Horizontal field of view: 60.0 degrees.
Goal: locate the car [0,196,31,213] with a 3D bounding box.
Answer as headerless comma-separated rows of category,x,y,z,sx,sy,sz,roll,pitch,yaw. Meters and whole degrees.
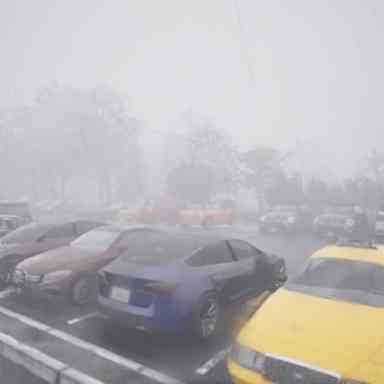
car,-21.500,1.430,38.537,2.185,1.767,4.553,0,0,36

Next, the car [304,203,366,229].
car,7.835,1.414,17.531,2.185,1.767,4.553,0,0,36

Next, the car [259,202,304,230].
car,5.574,1.416,19.157,2.185,1.767,4.553,0,0,36

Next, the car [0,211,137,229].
car,-4.253,1.573,10.037,2.163,1.488,4.792,0,0,36

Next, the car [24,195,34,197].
car,-16.973,1.305,35.288,2.435,2.045,5.566,0,0,36

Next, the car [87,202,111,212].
car,-5.647,1.552,27.189,2.097,1.535,5.008,0,0,36

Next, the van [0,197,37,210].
van,-8.925,1.322,13.288,1.878,1.987,4.442,0,0,36

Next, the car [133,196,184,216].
car,-1.212,1.296,24.030,2.435,2.045,5.566,0,0,36

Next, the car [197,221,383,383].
car,2.436,1.534,5.037,1.946,1.575,5.366,0,0,36

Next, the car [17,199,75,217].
car,-14.693,1.558,33.692,2.231,1.521,4.892,0,0,36

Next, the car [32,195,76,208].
car,-12.416,1.430,32.086,2.185,1.767,4.553,0,0,36

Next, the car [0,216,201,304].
car,-1.975,1.582,8.439,2.002,1.452,4.674,0,0,36

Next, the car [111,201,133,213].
car,-3.382,1.547,25.783,1.946,1.575,5.366,0,0,36

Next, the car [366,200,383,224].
car,10.197,1.286,15.831,2.435,2.045,5.566,0,0,36

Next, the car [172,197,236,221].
car,1.115,1.420,22.284,2.185,1.767,4.553,0,0,36

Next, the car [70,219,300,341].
car,0.301,1.569,6.836,2.163,1.488,4.792,0,0,36

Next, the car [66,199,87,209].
car,-7.930,1.583,28.786,2.163,1.488,4.792,0,0,36

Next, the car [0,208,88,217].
car,-6.500,1.547,11.680,2.231,1.521,4.892,0,0,36

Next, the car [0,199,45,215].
car,-19.218,1.556,36.941,2.097,1.535,5.008,0,0,36
